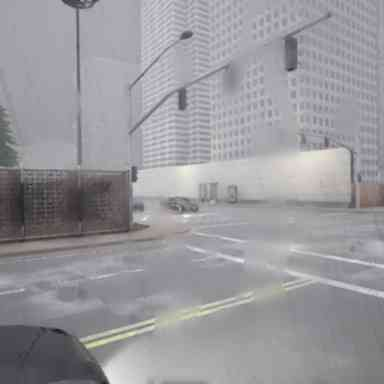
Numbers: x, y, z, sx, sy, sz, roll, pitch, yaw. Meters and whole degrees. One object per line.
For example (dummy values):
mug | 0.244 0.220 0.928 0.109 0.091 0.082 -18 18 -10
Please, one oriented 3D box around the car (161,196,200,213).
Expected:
car | -1.177 1.178 31.659 1.837 1.490 4.892 -1 2 -35

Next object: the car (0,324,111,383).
car | -2.555 1.580 1.970 4.181 1.385 1.994 -1 1 -35

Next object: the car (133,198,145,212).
car | -6.441 1.208 33.025 1.882 1.535 5.008 -1 1 -35
